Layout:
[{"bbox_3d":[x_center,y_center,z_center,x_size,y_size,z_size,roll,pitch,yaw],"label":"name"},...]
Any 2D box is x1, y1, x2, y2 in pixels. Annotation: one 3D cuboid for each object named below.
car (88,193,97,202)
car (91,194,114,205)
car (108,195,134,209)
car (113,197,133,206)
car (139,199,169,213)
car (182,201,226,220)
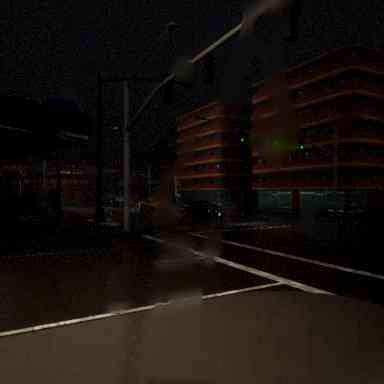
[{"bbox_3d":[-21.347,1.355,72.979,2.097,1.767,4.553,0,0,-30],"label":"car"},{"bbox_3d":[-14.518,1.503,54.375,1.837,1.490,4.892,0,0,-29],"label":"car"},{"bbox_3d":[-9.480,1.492,45.712,2.128,1.511,4.902,0,0,-30],"label":"car"},{"bbox_3d":[-11.819,1.601,56.976,1.895,1.301,4.718,0,0,-30],"label":"car"},{"bbox_3d":[-4.231,1.478,36.778,1.882,1.535,5.008,0,0,-30],"label":"car"},{"bbox_3d":[0.897,1.491,28.056,2.128,1.511,4.902,0,0,-30],"label":"car"}]
